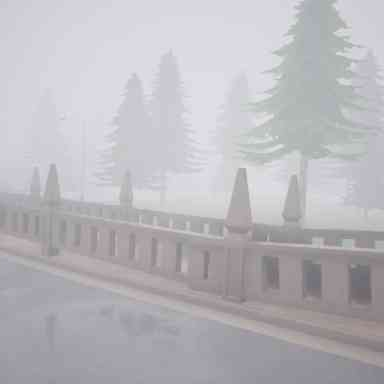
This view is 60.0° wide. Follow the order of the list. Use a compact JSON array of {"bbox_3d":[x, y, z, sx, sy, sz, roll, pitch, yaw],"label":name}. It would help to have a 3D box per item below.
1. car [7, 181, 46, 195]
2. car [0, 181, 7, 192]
[{"bbox_3d":[-17.274,-0.377,36.647,2.097,1.767,4.553,4,3,37],"label":"car"},{"bbox_3d":[-21.249,-0.473,37.408,1.882,1.535,5.008,4,3,37],"label":"car"}]
